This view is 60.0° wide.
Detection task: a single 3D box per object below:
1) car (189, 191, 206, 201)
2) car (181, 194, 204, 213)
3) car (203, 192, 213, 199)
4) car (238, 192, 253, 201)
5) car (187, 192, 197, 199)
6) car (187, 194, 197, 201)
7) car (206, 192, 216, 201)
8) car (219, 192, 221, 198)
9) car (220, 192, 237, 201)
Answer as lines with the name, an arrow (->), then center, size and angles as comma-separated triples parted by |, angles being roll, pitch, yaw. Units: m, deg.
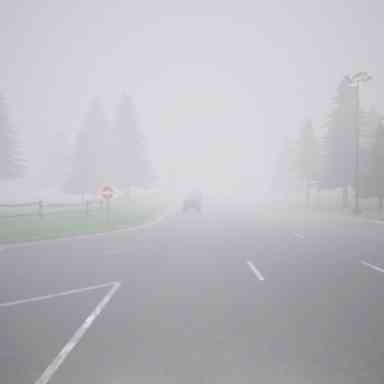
car -> 0.414, 0.828, 47.562 | 2.150, 2.045, 5.566 | 0, 1, 0
car -> -0.015, 1.233, 32.689 | 1.837, 1.490, 4.892 | 0, 0, 0
car -> 3.500, 0.747, 73.726 | 2.128, 1.511, 4.902 | 0, 0, 0
car -> 10.500, 0.997, 63.724 | 1.812, 1.442, 4.674 | 0, 0, 0
car -> 0.000, 0.747, 73.726 | 2.128, 1.511, 4.902 | 0, 0, 0
car -> 0.000, 1.073, 63.755 | 1.895, 1.301, 4.718 | 0, 0, 0
car -> 3.500, 1.036, 63.725 | 1.994, 1.385, 4.181 | 0, 0, 0
car -> 7.000, 0.699, 73.726 | 1.882, 1.535, 5.008 | 0, 0, 0
car -> 7.000, 0.997, 63.724 | 1.812, 1.442, 4.674 | 0, 0, 0
